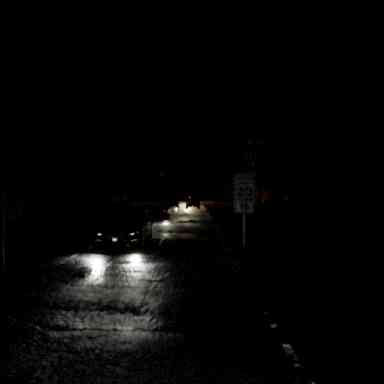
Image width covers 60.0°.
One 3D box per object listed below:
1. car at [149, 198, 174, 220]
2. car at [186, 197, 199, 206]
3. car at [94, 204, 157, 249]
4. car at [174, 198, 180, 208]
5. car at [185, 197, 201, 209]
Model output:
[{"bbox_3d":[-2.846,1.460,28.371,1.882,1.535,5.008,0,0,0],"label":"car"},{"bbox_3d":[0.055,1.536,54.602,1.994,1.385,4.181,0,0,0],"label":"car"},{"bbox_3d":[-2.849,1.495,14.665,1.837,1.490,4.892,0,0,0],"label":"car"},{"bbox_3d":[-2.755,1.522,48.011,2.033,1.411,5.357,0,0,0],"label":"car"},{"bbox_3d":[0.100,1.480,44.054,1.837,1.490,4.892,0,0,0],"label":"car"}]
